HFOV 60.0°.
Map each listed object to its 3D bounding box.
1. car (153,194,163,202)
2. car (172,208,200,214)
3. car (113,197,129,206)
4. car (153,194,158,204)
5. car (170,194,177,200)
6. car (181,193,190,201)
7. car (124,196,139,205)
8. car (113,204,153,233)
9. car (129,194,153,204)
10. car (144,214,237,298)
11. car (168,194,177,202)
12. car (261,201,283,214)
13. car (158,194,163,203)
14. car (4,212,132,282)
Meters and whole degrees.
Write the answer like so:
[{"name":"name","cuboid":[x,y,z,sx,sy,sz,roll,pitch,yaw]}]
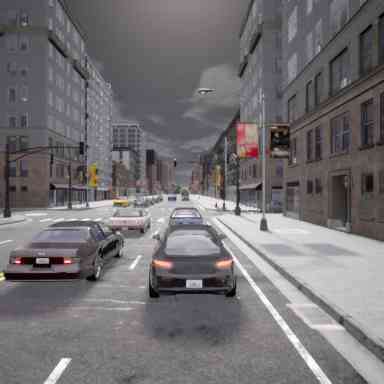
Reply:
[{"name":"car","cuboid":[-8.081,1.368,79.475,2.097,1.767,4.553,0,0,-1]},{"name":"car","cuboid":[-0.334,1.552,18.016,2.033,1.411,5.357,0,0,-1]},{"name":"car","cuboid":[-10.860,1.499,51.494,1.882,1.535,5.008,0,0,-1]},{"name":"car","cuboid":[-7.748,1.515,59.374,2.128,1.511,4.902,0,0,-1]},{"name":"car","cuboid":[-5.059,1.395,90.702,1.837,1.490,4.892,0,0,-1]},{"name":"car","cuboid":[-1.606,1.618,80.797,1.895,1.301,4.718,0,0,-1]},{"name":"car","cuboid":[-11.011,1.550,60.716,1.812,1.442,4.674,0,0,-1]},{"name":"car","cuboid":[-3.513,1.606,19.432,1.895,1.301,4.718,0,0,-1]},{"name":"car","cuboid":[-7.577,1.511,50.021,2.128,1.511,4.902,0,0,-1]},{"name":"car","cuboid":[-0.038,1.527,8.429,1.812,1.442,4.674,0,0,-2]},{"name":"car","cuboid":[-4.847,1.500,80.285,1.882,1.535,5.008,0,0,-1]},{"name":"car","cuboid":[9.212,1.609,33.958,4.181,1.385,1.994,0,0,-1]},{"name":"car","cuboid":[-7.874,1.551,69.244,2.128,1.511,4.902,0,0,-1]},{"name":"car","cuboid":[-3.314,1.549,9.767,2.033,1.411,5.357,0,0,-1]}]
